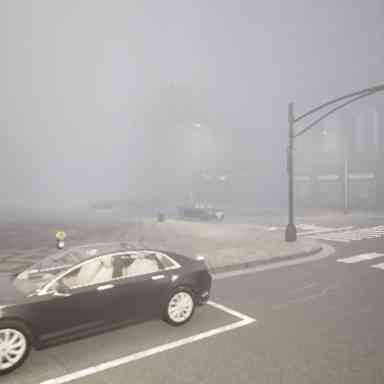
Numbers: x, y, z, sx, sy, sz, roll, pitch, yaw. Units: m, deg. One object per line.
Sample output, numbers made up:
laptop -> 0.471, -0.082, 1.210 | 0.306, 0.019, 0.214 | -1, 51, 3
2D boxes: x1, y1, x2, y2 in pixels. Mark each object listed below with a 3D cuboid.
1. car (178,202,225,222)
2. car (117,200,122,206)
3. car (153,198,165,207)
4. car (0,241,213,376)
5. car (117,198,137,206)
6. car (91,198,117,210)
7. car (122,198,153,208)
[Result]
car -> 0.713, 1.615, 27.644 | 2.128, 1.511, 4.902 | 0, 0, -36
car -> -14.710, 1.815, 60.460 | 1.895, 1.301, 4.718 | 0, 0, -36
car -> -6.295, 1.654, 54.353 | 1.882, 1.535, 5.008 | 0, 0, -35
car -> -1.669, 1.556, 5.464 | 4.403, 1.369, 2.008 | 0, 0, -36
car -> -12.312, 1.808, 62.693 | 1.895, 1.301, 4.718 | 0, 0, -36
car -> -12.597, 1.755, 46.258 | 1.994, 1.385, 4.181 | 0, 0, -35
car -> -8.618, 1.673, 52.042 | 2.128, 1.511, 4.902 | 0, 0, -35
